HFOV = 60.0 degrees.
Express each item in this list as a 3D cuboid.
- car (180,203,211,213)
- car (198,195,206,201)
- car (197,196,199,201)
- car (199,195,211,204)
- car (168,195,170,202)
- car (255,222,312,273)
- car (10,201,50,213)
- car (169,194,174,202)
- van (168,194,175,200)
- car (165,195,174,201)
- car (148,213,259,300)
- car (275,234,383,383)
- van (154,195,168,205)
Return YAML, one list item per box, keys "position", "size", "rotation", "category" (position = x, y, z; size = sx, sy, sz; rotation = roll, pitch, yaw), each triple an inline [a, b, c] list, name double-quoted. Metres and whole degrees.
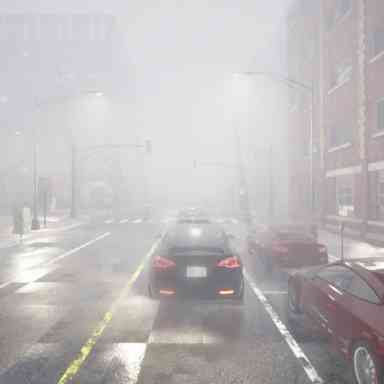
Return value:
- position: [0.065, 1.552, 17.686]
  size: [2.033, 1.411, 5.357]
  rotation: [0, 0, -1]
  category: "car"
- position: [2.522, 1.596, 87.887]
  size: [1.947, 1.339, 4.313]
  rotation: [1, 0, 0]
  category: "car"
- position: [2.534, 1.572, 82.236]
  size: [1.887, 1.381, 4.507]
  rotation: [1, 0, 0]
  category: "car"
- position: [2.580, 1.543, 59.796]
  size: [1.752, 1.417, 4.829]
  rotation: [1, 0, 0]
  category: "car"
- position: [-5.812, 1.602, 65.300]
  size: [1.802, 1.307, 4.206]
  rotation: [1, 0, 0]
  category: "car"
- position: [2.816, 1.585, 10.372]
  size: [1.802, 1.307, 4.206]
  rotation: [1, 0, 0]
  category: "car"
- position: [-18.790, 1.730, 38.711]
  size: [4.313, 1.339, 1.947]
  rotation: [0, -1, 0]
  category: "car"
- position: [-5.835, 1.607, 76.604]
  size: [1.802, 1.307, 4.206]
  rotation: [1, 0, 0]
  category: "car"
- position: [-5.866, 1.375, 93.561]
  size: [1.690, 1.788, 3.998]
  rotation: [1, 0, 0]
  category: "van"
- position: [-5.858, 1.581, 87.909]
  size: [2.008, 1.369, 4.403]
  rotation: [1, 0, 0]
  category: "car"
- position: [0.083, 1.506, 8.414]
  size: [2.163, 1.488, 4.792]
  rotation: [0, 0, 0]
  category: "car"
- position: [2.658, 1.583, 4.716]
  size: [1.802, 1.307, 4.206]
  rotation: [1, 0, 0]
  category: "car"
- position: [-5.797, 1.359, 59.648]
  size: [1.690, 1.788, 3.998]
  rotation: [1, 0, 0]
  category: "van"
